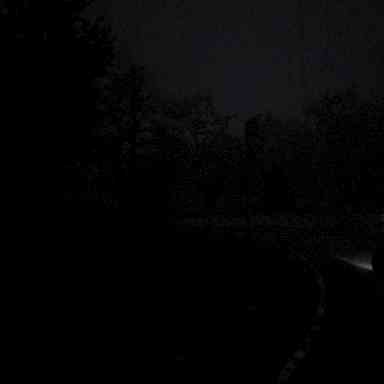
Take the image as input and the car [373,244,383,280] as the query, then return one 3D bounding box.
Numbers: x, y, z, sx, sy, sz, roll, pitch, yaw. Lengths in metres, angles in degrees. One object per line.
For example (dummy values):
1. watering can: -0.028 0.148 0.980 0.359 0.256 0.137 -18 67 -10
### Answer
1. car: 5.257 1.532 7.030 1.994 1.385 4.181 0 0 20
